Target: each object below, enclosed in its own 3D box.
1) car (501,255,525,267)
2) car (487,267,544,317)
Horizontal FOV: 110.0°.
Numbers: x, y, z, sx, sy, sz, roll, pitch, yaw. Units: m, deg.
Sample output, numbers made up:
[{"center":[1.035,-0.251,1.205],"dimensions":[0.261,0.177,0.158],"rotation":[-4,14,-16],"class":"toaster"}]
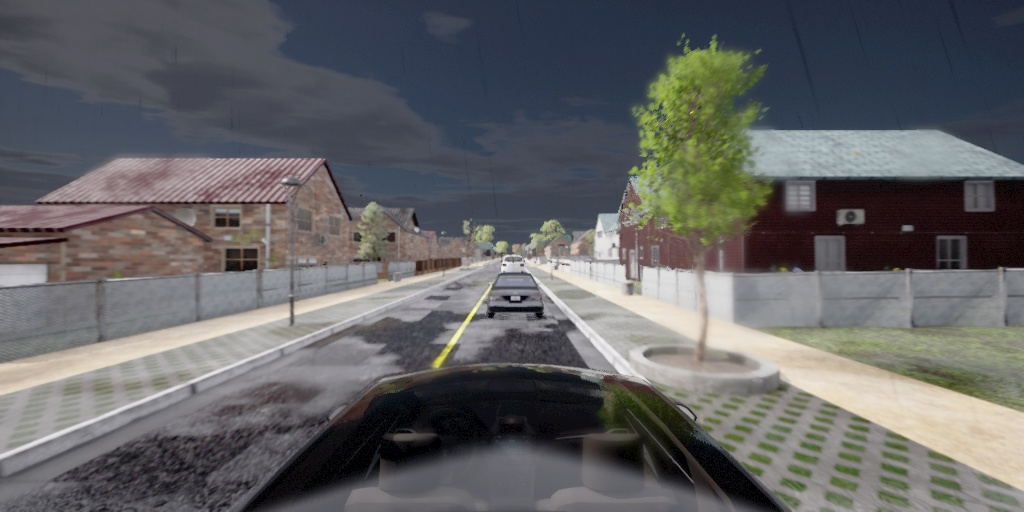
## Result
[{"center":[0.101,0.956,34.155],"dimensions":[2.150,2.045,5.566],"rotation":[0,0,0],"class":"car"},{"center":[0.105,1.294,13.111],"dimensions":[2.033,1.411,5.357],"rotation":[0,0,0],"class":"car"}]
